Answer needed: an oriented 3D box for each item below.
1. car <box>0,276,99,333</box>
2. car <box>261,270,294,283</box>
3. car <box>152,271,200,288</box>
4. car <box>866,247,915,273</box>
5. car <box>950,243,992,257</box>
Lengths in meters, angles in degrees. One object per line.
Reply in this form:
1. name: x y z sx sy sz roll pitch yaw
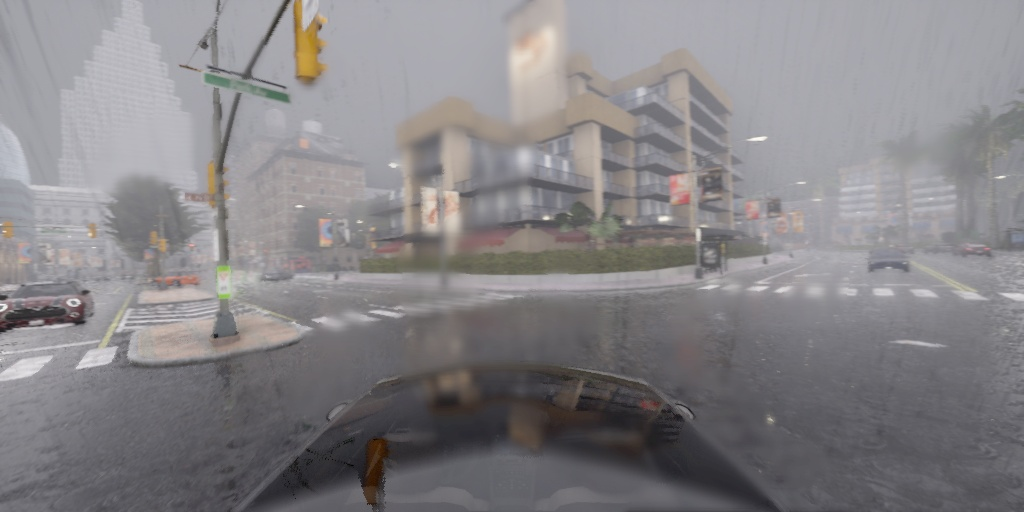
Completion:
1. car: -18.154 1.798 14.060 4.553 1.767 2.097 -2 0 44
2. car: -27.866 2.369 42.637 1.994 1.385 4.181 -2 0 -7
3. car: -36.613 2.497 39.036 4.553 1.767 2.097 -2 0 15
4. car: 24.803 0.322 23.686 2.033 1.411 5.357 -2 0 45
5. car: 48.440 -0.626 37.765 1.812 1.442 4.674 -2 0 41
